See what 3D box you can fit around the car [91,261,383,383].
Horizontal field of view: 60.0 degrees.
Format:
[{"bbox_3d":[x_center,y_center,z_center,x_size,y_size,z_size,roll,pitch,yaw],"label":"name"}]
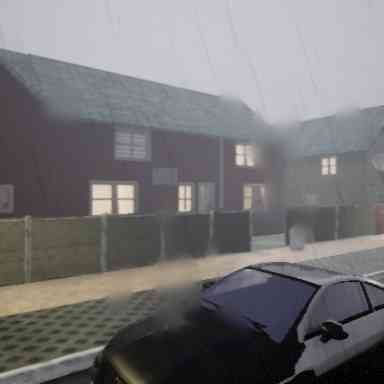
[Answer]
[{"bbox_3d":[1.048,1.580,3.804,4.181,1.385,1.994,0,0,-35],"label":"car"}]
